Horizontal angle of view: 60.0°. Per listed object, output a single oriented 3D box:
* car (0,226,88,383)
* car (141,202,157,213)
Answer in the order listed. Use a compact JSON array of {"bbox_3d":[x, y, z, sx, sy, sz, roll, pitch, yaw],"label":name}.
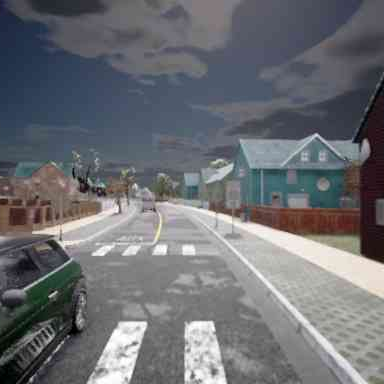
[{"bbox_3d":[-2.813,1.403,3.832,2.097,1.767,4.553,0,-1,-1],"label":"car"},{"bbox_3d":[-6.085,2.090,46.874,1.994,1.385,4.181,0,-1,-9],"label":"car"}]
